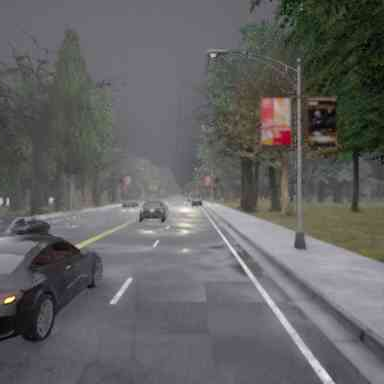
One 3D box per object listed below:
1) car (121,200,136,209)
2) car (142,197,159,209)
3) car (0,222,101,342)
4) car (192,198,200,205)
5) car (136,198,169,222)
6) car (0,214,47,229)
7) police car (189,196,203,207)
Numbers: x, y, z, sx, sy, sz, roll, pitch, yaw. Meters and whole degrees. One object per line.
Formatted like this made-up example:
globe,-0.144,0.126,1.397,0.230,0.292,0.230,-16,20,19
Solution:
car,-9.828,1.930,52.973,2.033,1.411,5.357,0,-1,0
car,-6.583,1.736,53.103,2.097,1.767,4.553,0,-1,0
car,-3.153,1.561,6.402,1.812,1.442,4.674,0,0,0
car,0.856,2.101,76.432,1.882,1.535,5.008,0,-1,0
car,-3.157,1.533,28.347,2.097,1.767,4.553,0,0,0
car,-6.600,1.558,11.531,2.128,1.511,4.902,0,0,0
police car,0.936,1.880,60.523,1.930,1.638,5.238,0,-1,0
